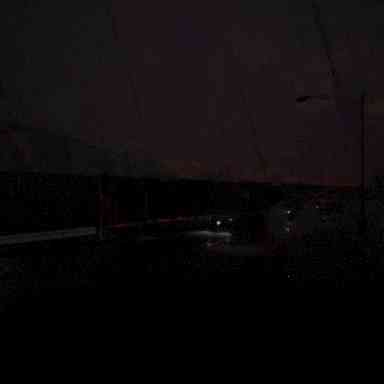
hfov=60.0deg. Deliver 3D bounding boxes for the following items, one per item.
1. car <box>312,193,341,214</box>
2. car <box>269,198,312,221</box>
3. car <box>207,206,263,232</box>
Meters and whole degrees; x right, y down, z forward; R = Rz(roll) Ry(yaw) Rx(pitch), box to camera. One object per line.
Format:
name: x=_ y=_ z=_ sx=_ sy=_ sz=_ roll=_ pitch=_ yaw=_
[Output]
car: x=14.365 y=1.183 z=35.886 sx=2.150 sy=2.045 sz=5.566 roll=0 pitch=0 yaw=38
car: x=8.024 y=1.482 z=27.454 sx=1.837 sy=1.490 sz=4.892 roll=0 pitch=0 yaw=37
car: x=2.691 y=1.553 z=20.343 sx=1.994 sy=1.385 sz=4.181 roll=0 pitch=0 yaw=37
